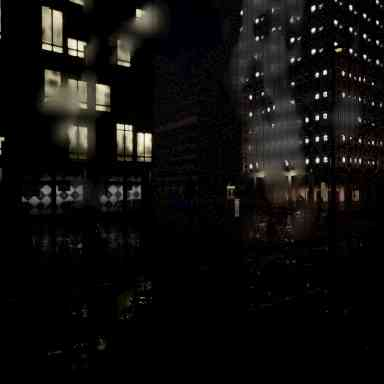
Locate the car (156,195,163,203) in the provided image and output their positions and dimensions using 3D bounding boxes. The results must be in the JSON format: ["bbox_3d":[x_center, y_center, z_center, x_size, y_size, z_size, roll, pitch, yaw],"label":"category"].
[{"bbox_3d":[-3.887,1.035,58.682,2.192,1.841,5.009,0,0,-34],"label":"car"}]

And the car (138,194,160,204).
[{"bbox_3d":[-7.820,1.203,59.853,1.882,1.535,5.008,-1,1,-34],"label":"car"}]

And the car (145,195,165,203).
[{"bbox_3d":[-6.997,1.237,63.266,1.887,1.381,4.507,0,0,-34],"label":"car"}]

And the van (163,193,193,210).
[{"bbox_3d":[-1.488,1.210,40.226,1.690,1.788,3.998,0,0,-34],"label":"van"}]

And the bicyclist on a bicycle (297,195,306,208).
[{"bbox_3d":[12.902,1.117,39.178,1.656,1.620,0.582,-1,1,-34],"label":"bicyclist on a bicycle"}]
